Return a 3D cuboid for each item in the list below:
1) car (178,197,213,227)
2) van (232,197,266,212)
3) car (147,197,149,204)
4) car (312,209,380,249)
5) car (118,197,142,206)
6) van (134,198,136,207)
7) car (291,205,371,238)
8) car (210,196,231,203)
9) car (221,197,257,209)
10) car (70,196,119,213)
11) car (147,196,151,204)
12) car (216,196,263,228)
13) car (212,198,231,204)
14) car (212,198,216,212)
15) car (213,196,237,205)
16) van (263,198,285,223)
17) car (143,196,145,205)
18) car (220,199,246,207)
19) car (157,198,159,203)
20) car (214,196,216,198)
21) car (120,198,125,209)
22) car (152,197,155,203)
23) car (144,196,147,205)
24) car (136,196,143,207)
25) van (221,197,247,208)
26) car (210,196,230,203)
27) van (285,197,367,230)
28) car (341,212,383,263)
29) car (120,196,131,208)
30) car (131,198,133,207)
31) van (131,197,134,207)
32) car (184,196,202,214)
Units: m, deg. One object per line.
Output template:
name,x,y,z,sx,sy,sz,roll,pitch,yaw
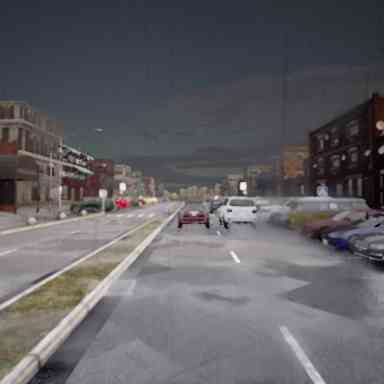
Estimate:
car,0.130,1.458,23.988,2.097,1.767,4.553,0,1,0
van,7.823,1.709,46.188,4.442,1.987,1.878,0,-1,0
car,-12.766,2.206,73.912,4.792,1.488,2.163,0,0,0
car,7.630,1.559,13.105,4.792,1.488,2.163,0,0,0
car,-12.787,2.015,68.355,4.553,1.767,2.185,0,0,0
van,-12.902,1.851,60.017,4.442,1.987,1.878,0,0,0
car,7.669,1.551,15.860,5.008,1.535,2.097,0,-1,0
car,7.742,2.069,90.308,5.566,2.045,2.435,0,-1,0
car,7.690,1.774,54.464,5.566,2.045,2.435,0,-1,0
car,-12.906,1.649,43.345,5.566,2.045,2.435,0,-1,0
car,-12.734,2.194,76.692,4.892,1.521,2.231,0,0,0
car,3.173,1.360,23.493,2.150,2.045,5.566,2,0,0
car,7.761,2.283,87.548,5.008,1.535,2.097,0,-1,0
car,3.159,1.906,41.817,1.837,1.490,4.892,0,-1,0
car,7.783,1.965,79.285,5.566,2.045,2.435,0,0,0
van,7.566,1.484,29.645,4.442,1.987,1.878,0,-1,0
car,-12.579,2.120,65.697,5.366,1.575,1.946,0,0,0
car,7.728,2.141,62.736,4.674,1.452,2.002,0,0,0
car,-12.858,2.351,93.354,5.366,1.575,1.946,0,-1,0
car,7.715,2.055,73.770,4.553,1.767,2.185,0,0,0
car,-12.815,1.998,49.025,4.792,1.488,2.163,0,-1,0
car,-12.885,2.247,85.152,5.366,1.575,1.946,0,0,0
car,-12.741,2.159,71.132,5.008,1.535,2.097,0,0,0
car,-12.744,1.850,62.916,5.566,2.045,2.435,0,0,0
van,7.610,1.852,59.980,4.442,1.987,1.878,0,-1,0
car,7.746,2.108,93.061,5.566,2.045,2.435,0,-1,0
van,7.783,1.348,18.497,4.442,1.987,1.878,0,-1,0
car,7.662,1.513,10.349,4.892,1.521,2.231,0,0,0
car,-12.855,1.746,51.681,5.566,2.045,2.435,0,-1,0
car,-12.804,2.028,54.579,4.892,1.521,2.231,0,0,0
van,-12.916,1.828,57.363,4.442,1.987,1.878,0,-1,0
car,0.155,1.616,41.778,2.150,2.045,5.566,0,-1,0
